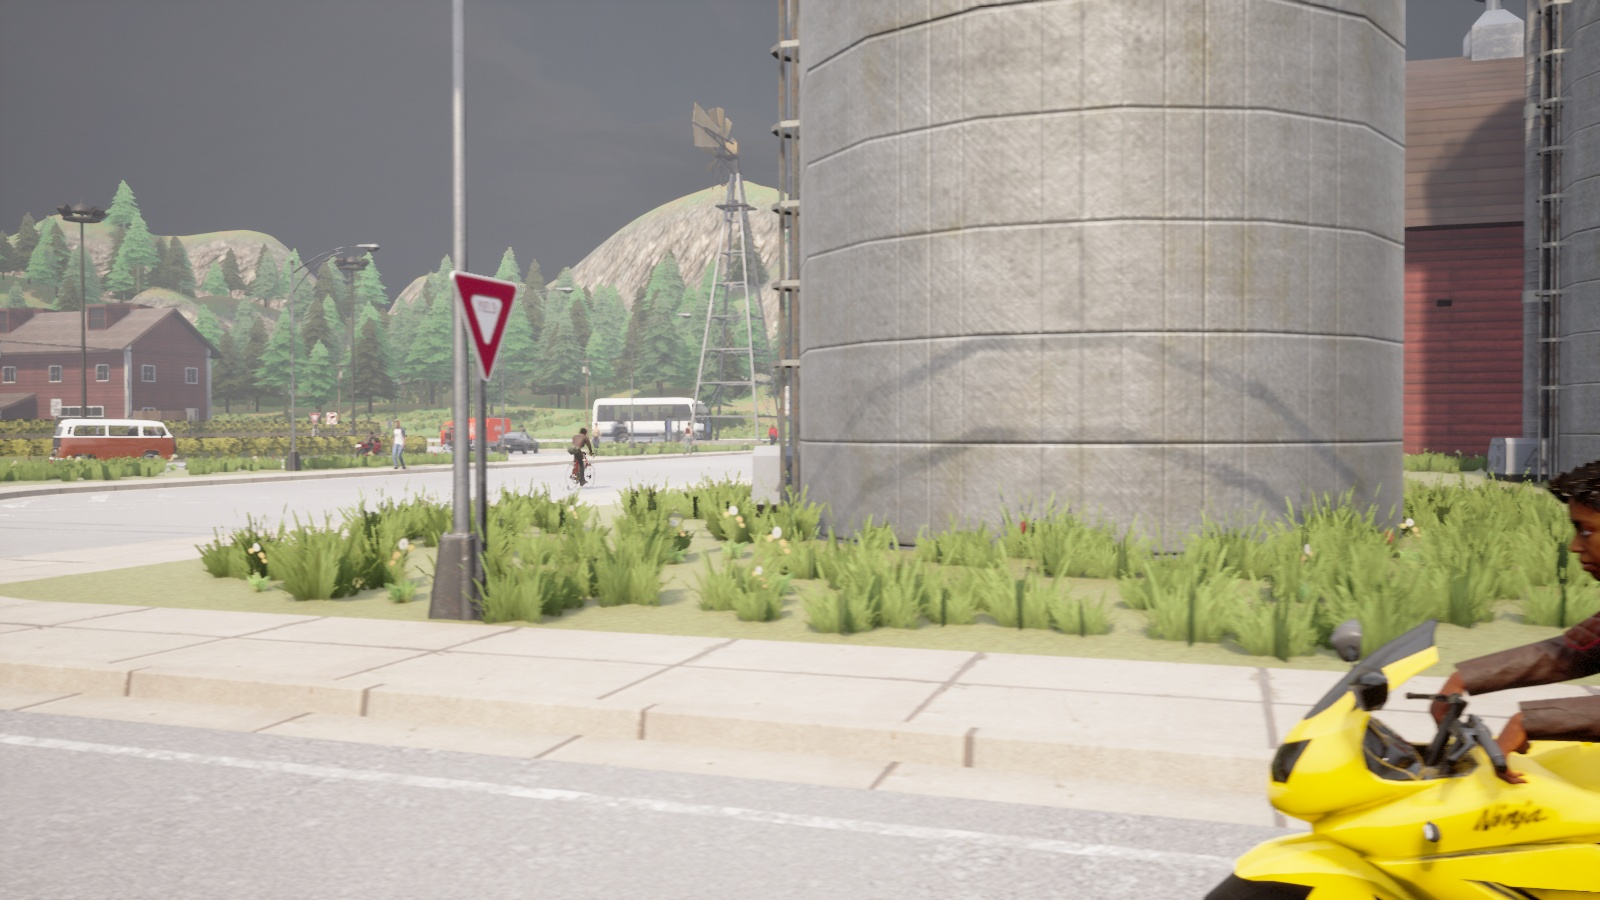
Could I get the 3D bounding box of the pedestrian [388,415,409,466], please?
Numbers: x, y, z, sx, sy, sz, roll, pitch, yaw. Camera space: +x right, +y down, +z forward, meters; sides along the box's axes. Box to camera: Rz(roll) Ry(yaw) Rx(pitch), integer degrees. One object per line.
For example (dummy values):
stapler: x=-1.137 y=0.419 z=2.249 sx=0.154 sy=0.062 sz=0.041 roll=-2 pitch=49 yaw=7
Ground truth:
pedestrian: x=-14.405 y=-0.340 z=45.073 sx=0.354 sy=1.836 sz=0.706 roll=1 pitch=1 yaw=17

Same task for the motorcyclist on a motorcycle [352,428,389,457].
motorcyclist on a motorcycle: x=-22.493 y=-0.399 z=65.828 sx=0.797 sy=1.523 sz=2.044 roll=1 pitch=1 yaw=18

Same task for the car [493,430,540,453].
car: x=-18.360 y=-0.592 z=81.475 sx=1.812 sy=1.442 sz=4.674 roll=0 pitch=1 yaw=2

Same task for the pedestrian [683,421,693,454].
pedestrian: x=-6.288 y=-0.719 z=70.580 sx=0.345 sy=1.836 sz=0.594 roll=1 pitch=1 yaw=21

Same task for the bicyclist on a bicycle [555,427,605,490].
bicyclist on a bicycle: x=-5.759 y=0.202 z=33.014 sx=0.582 sy=1.620 sz=1.656 roll=1 pitch=1 yaw=18

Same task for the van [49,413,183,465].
van: x=-28.174 y=-0.456 z=51.771 sx=4.480 sy=2.038 sz=2.069 roll=0 pitch=2 yaw=-42

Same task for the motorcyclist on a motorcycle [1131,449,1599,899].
motorcyclist on a motorcycle: x=1.766 y=0.775 z=2.562 sx=2.044 sy=1.523 sz=0.797 roll=1 pitch=1 yaw=20

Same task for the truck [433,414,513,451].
truck: x=-23.338 y=-1.258 z=89.609 sx=5.204 sy=2.467 sz=2.627 roll=1 pitch=1 yaw=30
